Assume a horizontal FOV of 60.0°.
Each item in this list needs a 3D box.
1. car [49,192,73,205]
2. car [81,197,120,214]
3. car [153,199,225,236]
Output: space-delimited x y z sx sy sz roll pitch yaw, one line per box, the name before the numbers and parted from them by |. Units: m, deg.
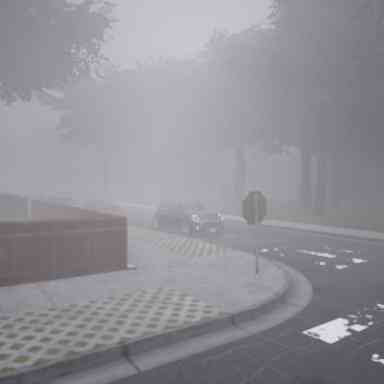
car | -15.707 0.695 39.845 1.882 1.535 5.008 -1 2 -35
car | -8.074 1.140 29.012 2.033 1.411 5.357 -1 2 -35
car | -0.264 1.227 17.965 2.097 1.767 4.553 -1 2 -35
